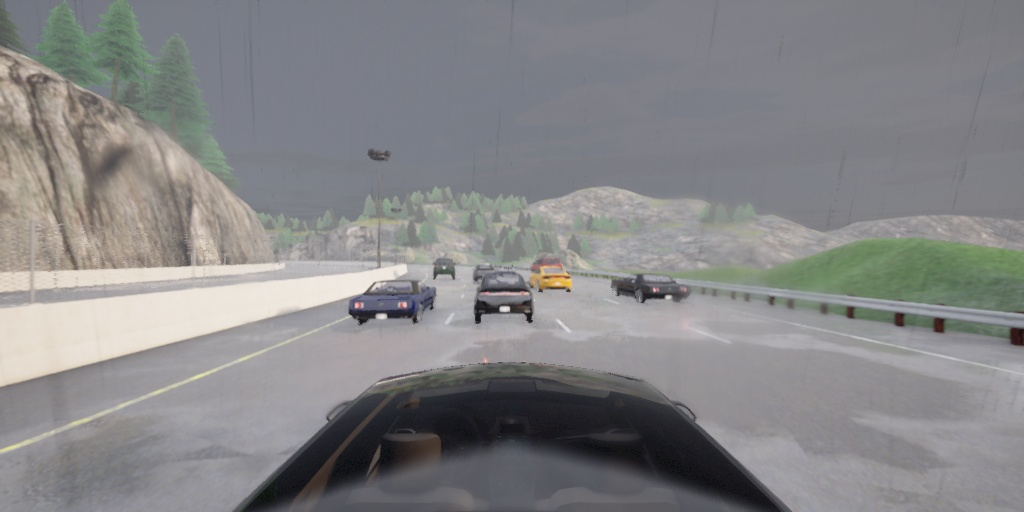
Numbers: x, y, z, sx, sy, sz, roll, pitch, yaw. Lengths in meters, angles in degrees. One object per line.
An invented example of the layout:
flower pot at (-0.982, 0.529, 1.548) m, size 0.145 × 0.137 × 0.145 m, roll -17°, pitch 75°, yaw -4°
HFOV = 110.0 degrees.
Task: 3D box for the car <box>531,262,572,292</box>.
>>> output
car at (2.291, 1.377, 22.401) m, size 1.882 × 1.535 × 5.008 m, roll 0°, pitch 0°, yaw -6°

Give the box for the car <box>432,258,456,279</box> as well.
car at (-7.016, 1.250, 37.100) m, size 2.150 × 2.045 × 5.566 m, roll 0°, pitch 0°, yaw -11°

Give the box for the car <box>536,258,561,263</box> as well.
car at (3.574, 1.232, 37.588) m, size 2.150 × 2.045 × 5.566 m, roll 0°, pitch 0°, yaw -11°

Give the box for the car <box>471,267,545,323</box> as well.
car at (-0.349, 1.324, 12.665) m, size 2.128 × 1.511 × 4.902 m, roll 0°, pitch 0°, yaw -3°

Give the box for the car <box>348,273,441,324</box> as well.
car at (-3.817, 1.438, 12.354) m, size 1.895 × 1.301 × 4.718 m, roll 0°, pitch 0°, yaw -3°

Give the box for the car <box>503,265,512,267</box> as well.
car at (-0.892, 1.653, 41.922) m, size 1.895 × 1.301 × 4.718 m, roll 0°, pitch 0°, yaw -12°

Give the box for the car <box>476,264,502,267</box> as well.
car at (-2.459, 1.468, 31.407) m, size 2.128 × 1.511 × 4.902 m, roll 0°, pitch 0°, yaw -9°

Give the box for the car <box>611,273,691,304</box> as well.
car at (6.359, 1.453, 17.147) m, size 1.895 × 1.301 × 4.718 m, roll 0°, pitch 0°, yaw -5°
